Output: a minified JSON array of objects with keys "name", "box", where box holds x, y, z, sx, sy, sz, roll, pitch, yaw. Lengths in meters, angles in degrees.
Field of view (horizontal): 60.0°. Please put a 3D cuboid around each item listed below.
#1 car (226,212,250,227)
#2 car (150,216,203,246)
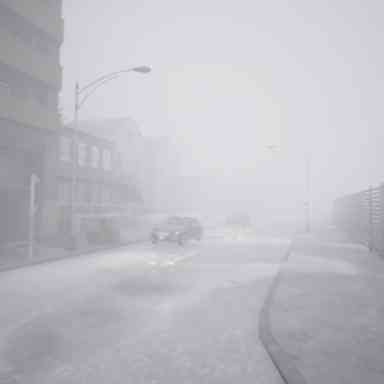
[{"name":"car","box":[4.969,2.893,35.604,1.882,1.535,5.008,1,-3,20]},{"name":"car","box":[-0.768,2.186,19.392,2.128,1.511,4.902,1,-2,19]}]
